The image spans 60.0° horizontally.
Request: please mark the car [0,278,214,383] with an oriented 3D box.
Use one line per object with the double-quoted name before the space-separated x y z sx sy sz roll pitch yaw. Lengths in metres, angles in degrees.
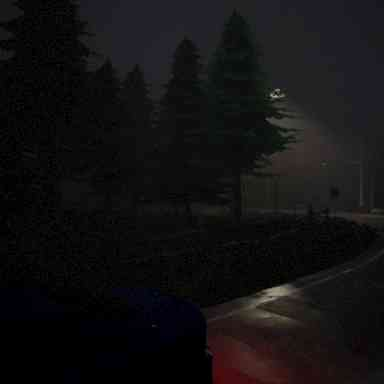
"car" -2.128 1.493 2.260 5.008 1.535 1.882 0 0 -36
